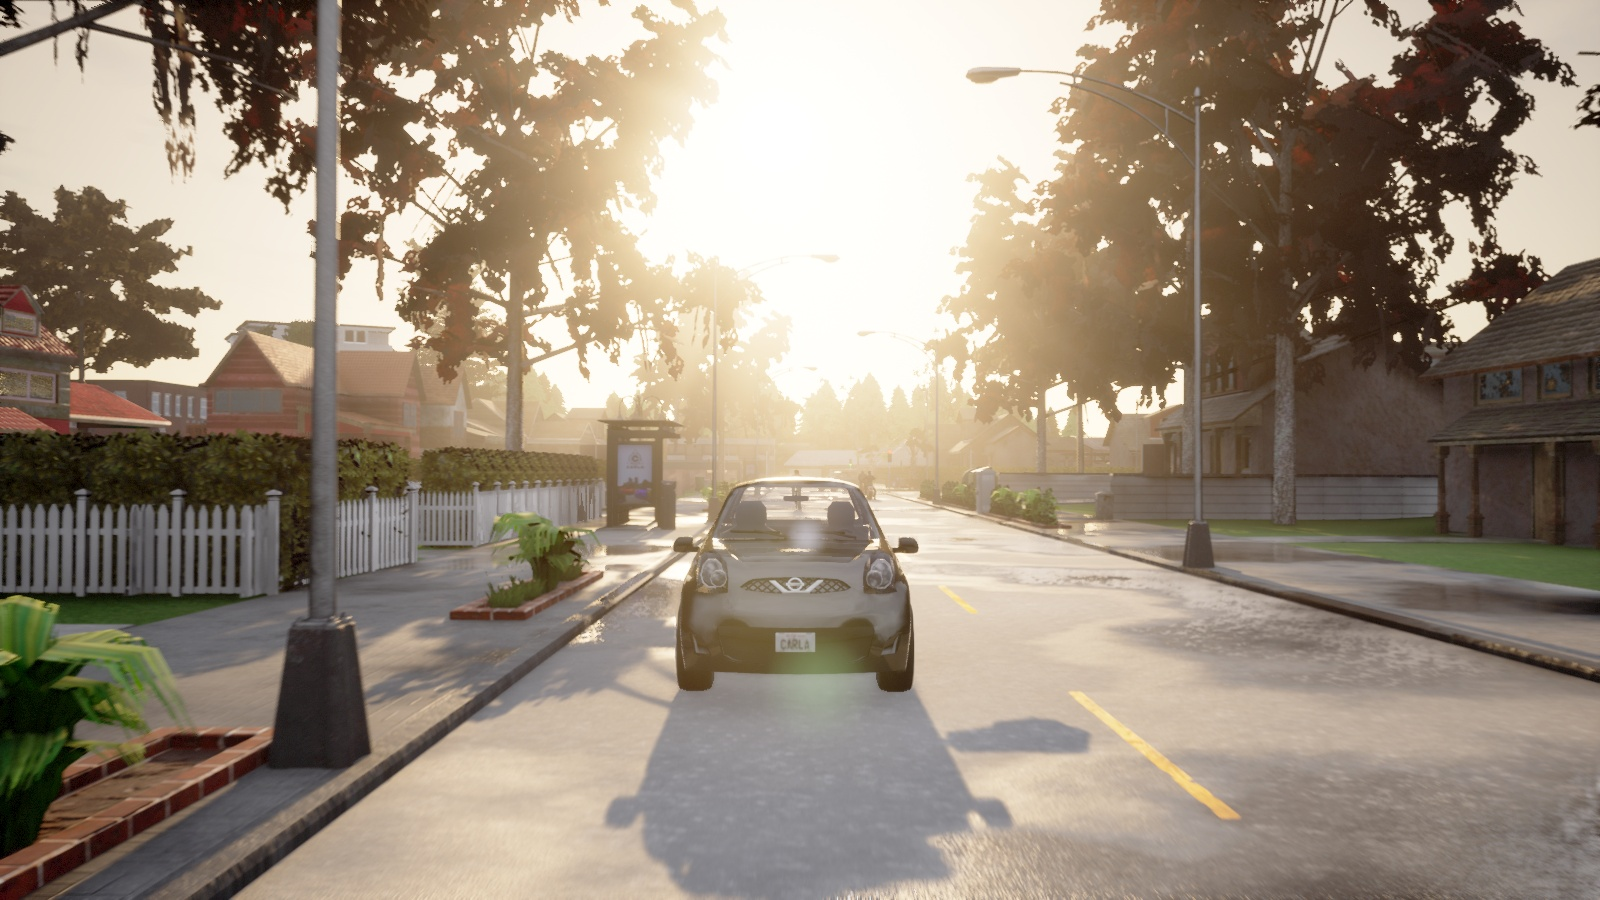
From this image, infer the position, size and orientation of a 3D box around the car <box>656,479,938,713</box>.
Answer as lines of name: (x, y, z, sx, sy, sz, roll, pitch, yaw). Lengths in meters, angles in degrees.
car: (-0.025, 0.997, 10.052, 1.845, 1.501, 3.633, 0, -1, 0)

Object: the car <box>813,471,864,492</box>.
car: (2.971, 2.396, 96.433, 3.705, 1.549, 1.789, 1, -2, -40)
